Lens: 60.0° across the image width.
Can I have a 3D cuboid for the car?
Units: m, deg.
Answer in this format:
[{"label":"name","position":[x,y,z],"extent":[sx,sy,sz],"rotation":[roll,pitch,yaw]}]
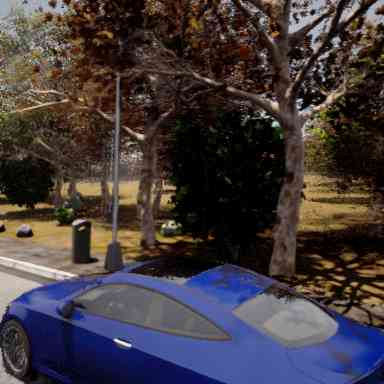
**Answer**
[{"label":"car","position":[-0.329,1.509,3.796],"extent":[4.674,1.442,1.812],"rotation":[0,0,35]}]
